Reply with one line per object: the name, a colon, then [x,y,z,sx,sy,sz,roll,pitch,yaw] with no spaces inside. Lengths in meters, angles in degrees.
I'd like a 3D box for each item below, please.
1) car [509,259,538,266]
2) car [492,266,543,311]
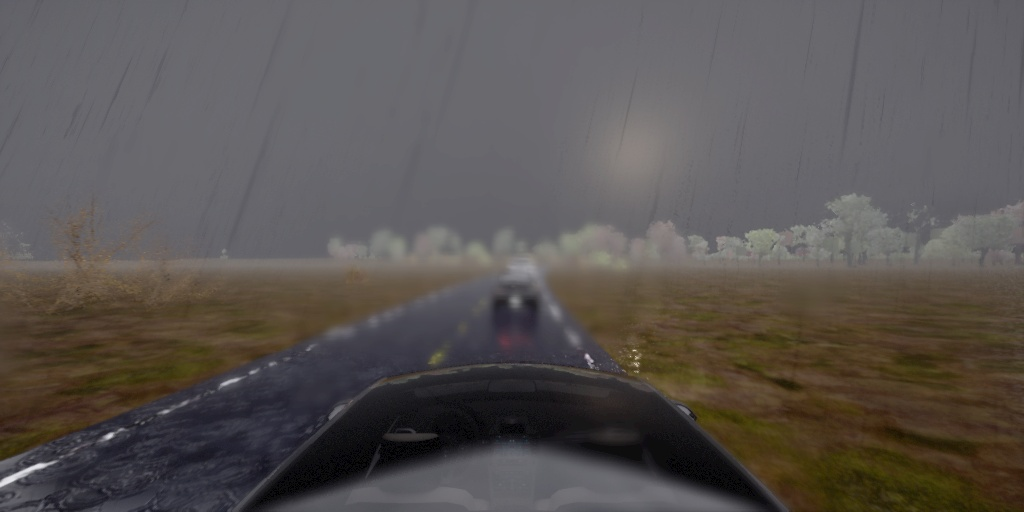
car: [0.877,1.242,29.281,2.150,2.045,5.566,0,0,4]
car: [0.225,1.390,15.298,1.837,1.490,4.892,0,0,2]
